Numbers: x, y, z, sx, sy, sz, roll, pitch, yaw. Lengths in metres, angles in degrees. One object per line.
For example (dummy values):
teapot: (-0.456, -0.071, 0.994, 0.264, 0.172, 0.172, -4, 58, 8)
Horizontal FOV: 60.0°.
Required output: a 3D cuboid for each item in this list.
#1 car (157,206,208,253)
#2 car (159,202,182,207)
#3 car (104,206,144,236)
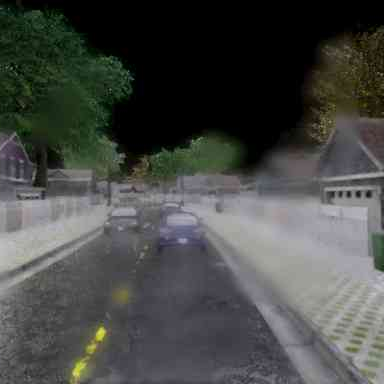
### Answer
car: (-0.433, 1.533, 13.671, 1.812, 1.442, 4.674, 0, 0, -4)
car: (-1.838, 1.547, 28.683, 1.812, 1.442, 4.674, 0, 0, -7)
car: (-3.736, 1.540, 18.784, 1.812, 1.442, 4.674, 0, 0, -5)
